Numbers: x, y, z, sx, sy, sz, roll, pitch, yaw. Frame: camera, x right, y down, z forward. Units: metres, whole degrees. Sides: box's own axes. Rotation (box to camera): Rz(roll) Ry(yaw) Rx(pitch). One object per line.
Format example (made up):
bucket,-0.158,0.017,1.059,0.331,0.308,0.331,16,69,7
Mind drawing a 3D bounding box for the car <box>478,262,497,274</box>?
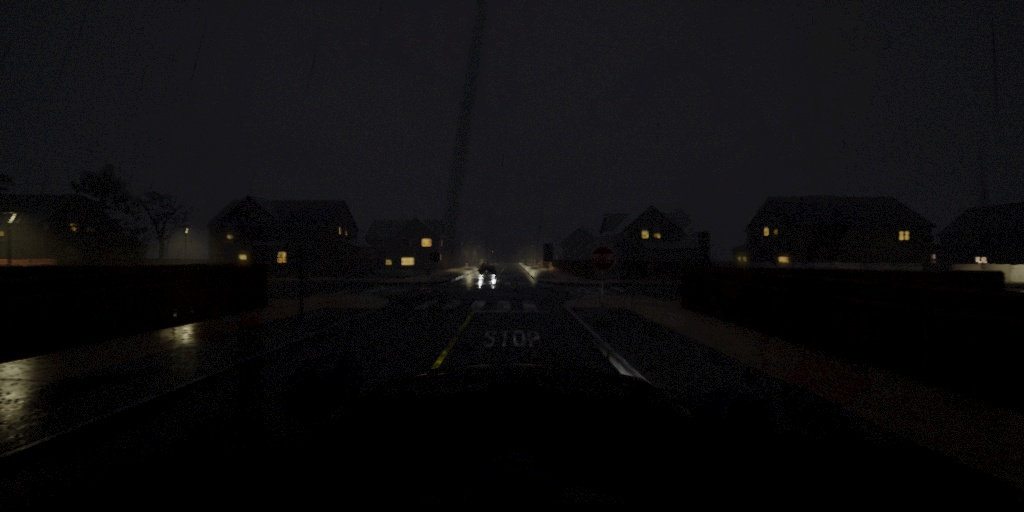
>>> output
car,-2.755,1.387,41.036,1.895,1.301,4.718,0,0,0
